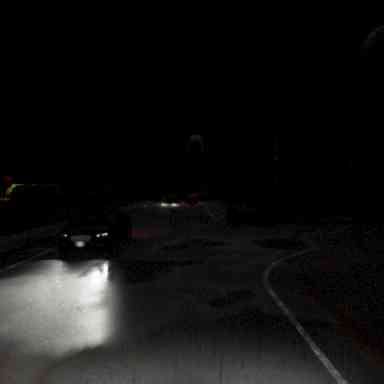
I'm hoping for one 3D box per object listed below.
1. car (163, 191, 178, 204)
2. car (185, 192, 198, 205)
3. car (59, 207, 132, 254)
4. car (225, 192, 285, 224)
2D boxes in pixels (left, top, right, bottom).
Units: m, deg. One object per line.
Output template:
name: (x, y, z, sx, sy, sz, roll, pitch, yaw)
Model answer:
car: (-3.565, 0.845, 55.306, 2.150, 2.045, 5.566, 0, 0, 0)
car: (-0.059, 1.125, 50.722, 1.882, 1.535, 5.008, 0, 0, 0)
car: (-3.603, 1.396, 13.148, 2.128, 1.511, 4.902, 0, 0, 0)
car: (4.137, 0.990, 21.953, 1.905, 1.878, 3.866, -8, 4, -42)
